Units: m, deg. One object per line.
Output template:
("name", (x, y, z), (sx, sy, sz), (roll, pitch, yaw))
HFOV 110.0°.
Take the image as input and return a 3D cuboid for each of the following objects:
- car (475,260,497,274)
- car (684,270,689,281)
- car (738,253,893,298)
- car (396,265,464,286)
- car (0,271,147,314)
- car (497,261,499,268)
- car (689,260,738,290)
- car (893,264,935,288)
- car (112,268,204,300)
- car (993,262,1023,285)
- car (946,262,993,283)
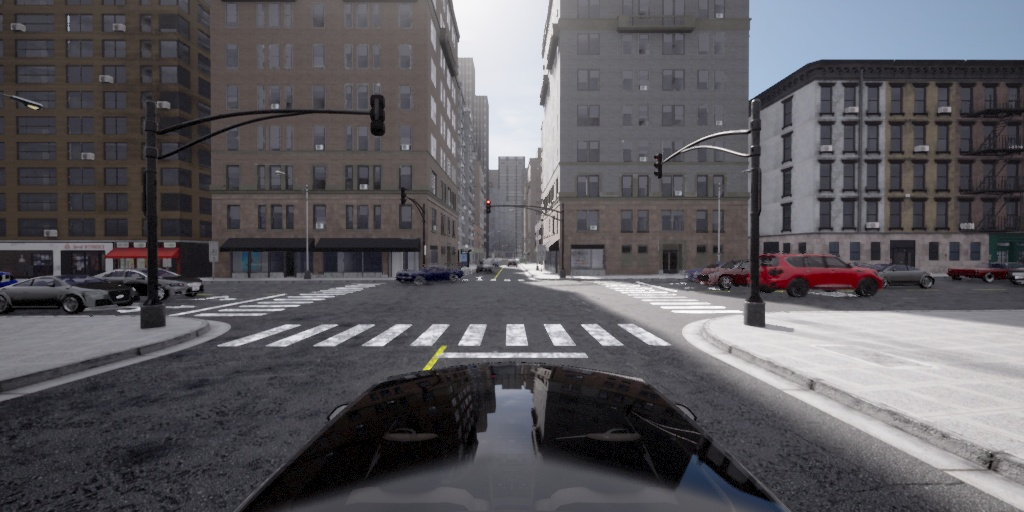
("car", (-3.125, 1.257, 41.869), (1.837, 1.490, 4.892), (0, 0, 0))
("car", (14.170, 1.124, 24.311), (4.674, 1.442, 1.812), (0, 1, 0))
("car", (14.577, 0.892, 17.466), (5.566, 2.045, 2.150), (0, 1, -2))
("car", (-5.779, 1.305, 25.524), (1.895, 1.301, 4.718), (0, 0, 41))
("car", (-17.529, 1.440, 14.194), (4.181, 1.385, 1.994), (0, 1, 0))
("car", (-3.129, 1.370, 60.269), (1.895, 1.301, 4.718), (0, 0, 0))
("car", (13.344, 0.991, 21.035), (4.553, 1.767, 2.097), (0, 1, -1))
("car", (21.987, 1.146, 21.104), (4.181, 1.385, 1.994), (0, 1, -1))
("car", (-17.799, 1.333, 17.452), (4.902, 1.511, 2.128), (0, 1, 1))
("car", (32.384, 1.000, 21.148), (4.902, 1.511, 2.128), (0, 1, 0))
("car", (32.837, 1.070, 24.400), (4.718, 1.301, 1.895), (0, 1, 0))
